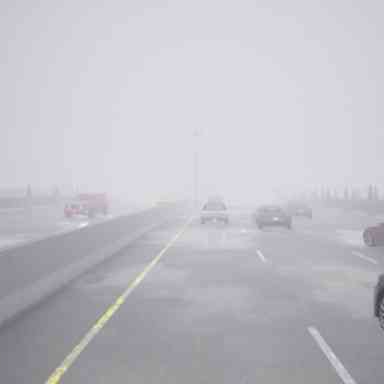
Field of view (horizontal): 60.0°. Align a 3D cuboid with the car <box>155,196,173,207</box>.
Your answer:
[{"bbox_3d":[-3.879,1.280,46.779,1.882,1.535,5.008,0,0,5],"label":"car"}]

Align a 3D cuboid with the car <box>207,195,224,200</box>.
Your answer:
[{"bbox_3d":[2.903,1.199,41.548,2.097,1.767,4.553,0,0,4],"label":"car"}]

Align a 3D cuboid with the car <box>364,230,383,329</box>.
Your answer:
[{"bbox_3d":[3.817,1.492,3.481,2.128,1.511,4.902,0,0,2],"label":"car"}]

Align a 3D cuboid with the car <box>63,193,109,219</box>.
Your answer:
[{"bbox_3d":[-8.775,1.075,28.161,2.150,2.045,5.566,0,0,4],"label":"car"}]

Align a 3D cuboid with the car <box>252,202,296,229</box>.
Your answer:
[{"bbox_3d":[4.943,1.500,21.071,1.994,1.385,4.181,0,0,4],"label":"car"}]

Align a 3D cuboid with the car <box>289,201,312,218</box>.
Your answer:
[{"bbox_3d":[9.019,1.484,29.017,1.994,1.385,4.181,0,0,4],"label":"car"}]

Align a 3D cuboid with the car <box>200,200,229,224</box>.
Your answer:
[{"bbox_3d":[1.637,1.512,23.970,1.895,1.301,4.718,0,0,4],"label":"car"}]

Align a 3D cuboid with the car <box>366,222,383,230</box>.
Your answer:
[{"bbox_3d":[7.787,1.510,11.581,1.812,1.442,4.674,0,0,4],"label":"car"}]
